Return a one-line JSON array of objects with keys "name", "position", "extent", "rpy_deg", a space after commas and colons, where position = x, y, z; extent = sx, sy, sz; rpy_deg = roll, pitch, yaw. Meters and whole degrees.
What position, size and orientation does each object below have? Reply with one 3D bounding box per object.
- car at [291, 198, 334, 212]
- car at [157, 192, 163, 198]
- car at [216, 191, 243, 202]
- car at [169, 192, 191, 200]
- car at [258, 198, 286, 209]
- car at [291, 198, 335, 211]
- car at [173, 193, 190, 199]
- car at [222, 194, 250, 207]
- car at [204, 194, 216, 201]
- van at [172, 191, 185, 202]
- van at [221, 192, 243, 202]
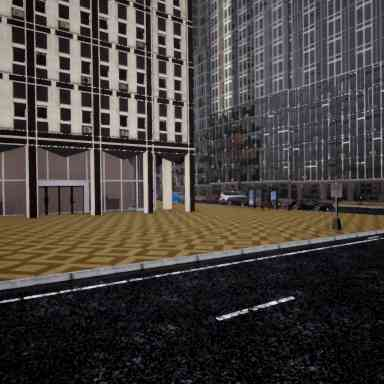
[{"name": "car", "position": [12.973, 1.422, 36.667], "extent": [1.947, 1.339, 4.313], "rpy_deg": [-1, 1, -34]}, {"name": "car", "position": [-5.572, 0.613, 79.041], "extent": [2.192, 1.841, 5.009], "rpy_deg": [0, 1, -34]}, {"name": "car", "position": [6.593, 0.896, 50.885], "extent": [2.150, 2.045, 5.566], "rpy_deg": [-1, 1, -34]}, {"name": "car", "position": [-2.368, 0.767, 64.200], "extent": [2.128, 1.511, 4.902], "rpy_deg": [-1, 1, -34]}, {"name": "car", "position": [9.789, 1.386, 41.378], "extent": [1.802, 1.307, 4.206], "rpy_deg": [-1, 1, -34]}, {"name": "car", "position": [14.316, 1.399, 39.514], "extent": [1.895, 1.301, 4.718], "rpy_deg": [-1, 1, -34]}, {"name": "car", "position": [-2.374, 0.934, 74.345], "extent": [1.802, 1.307, 4.206], "rpy_deg": [0, 1, -34]}, {"name": "car", "position": [6.640, 1.318, 46.109], "extent": [1.947, 1.339, 4.313], "rpy_deg": [-1, 1, -34]}, {"name": "car", "position": [4.021, 1.041, 64.947], "extent": [1.802, 1.307, 4.206], "rpy_deg": [-1, 1, -34]}, {"name": "van", "position": [-2.907, 0.936, 60.231], "extent": [1.690, 1.788, 3.998], "rpy_deg": [0, 1, -34]}, {"name": "van", "position": [7.218, 0.853, 60.245], "extent": [1.690, 1.788, 3.998], "rpy_deg": [-1, 1, -34]}]
